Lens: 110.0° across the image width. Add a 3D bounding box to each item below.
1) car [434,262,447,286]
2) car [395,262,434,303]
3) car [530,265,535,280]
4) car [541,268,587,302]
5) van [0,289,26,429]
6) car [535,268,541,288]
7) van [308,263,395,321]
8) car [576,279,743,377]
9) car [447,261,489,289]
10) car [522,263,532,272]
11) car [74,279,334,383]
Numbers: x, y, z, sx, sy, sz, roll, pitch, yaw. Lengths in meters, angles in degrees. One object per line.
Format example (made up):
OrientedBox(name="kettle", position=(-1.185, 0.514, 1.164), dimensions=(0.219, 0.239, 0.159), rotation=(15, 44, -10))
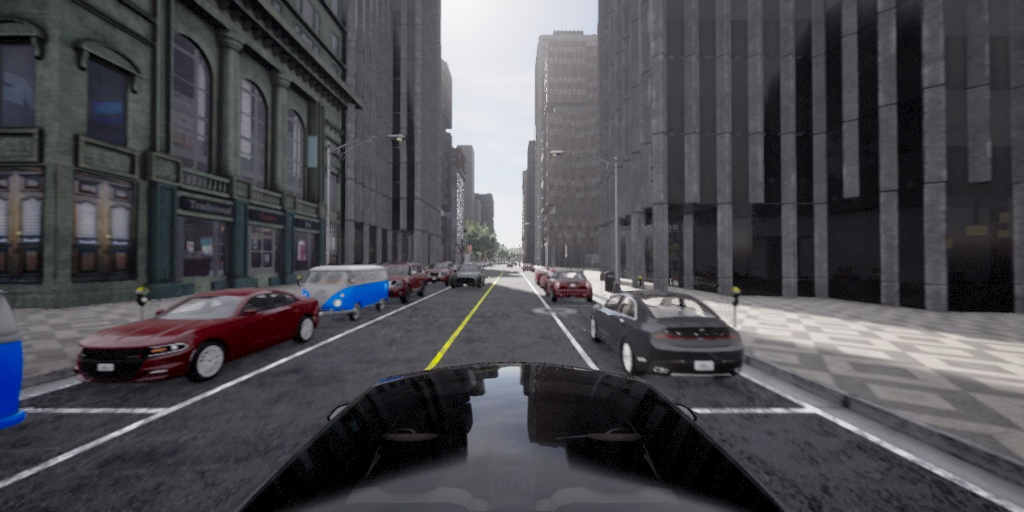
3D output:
OrientedBox(name="car", position=(-5.760, 1.378, 29.091), dimensions=(2.192, 1.841, 5.009), rotation=(0, 0, 0))
OrientedBox(name="car", position=(-5.762, 1.253, 18.210), dimensions=(2.192, 1.841, 5.009), rotation=(0, 0, 0))
OrientedBox(name="car", position=(2.765, 1.609, 29.094), dimensions=(1.888, 1.381, 4.507), rotation=(0, 0, 0))
OrientedBox(name="car", position=(2.764, 1.379, 18.214), dimensions=(1.967, 1.591, 4.097), rotation=(0, 0, 0))
OrientedBox(name="van", position=(-5.764, 1.093, 1.887), dimensions=(1.690, 1.789, 3.998), rotation=(0, 0, 0))
OrientedBox(name="car", position=(2.765, 1.584, 23.655), dimensions=(1.802, 1.307, 4.207), rotation=(0, 0, 0))
OrientedBox(name="van", position=(-5.762, 1.217, 12.769), dimensions=(1.690, 1.789, 3.998), rotation=(0, 0, 0))
OrientedBox(name="car", position=(2.763, 1.365, 7.334), dimensions=(2.007, 1.370, 4.403), rotation=(0, 0, 0))
OrientedBox(name="car", position=(-3.097, 1.379, 25.950), dimensions=(2.097, 1.767, 4.553), rotation=(0, -1, 0))
OrientedBox(name="car", position=(2.769, 1.934, 61.733), dimensions=(1.967, 1.591, 4.097), rotation=(0, 0, 0))
OrientedBox(name="car", position=(-5.763, 1.359, 7.328), dimensions=(1.888, 1.381, 4.507), rotation=(0, 0, 0))
